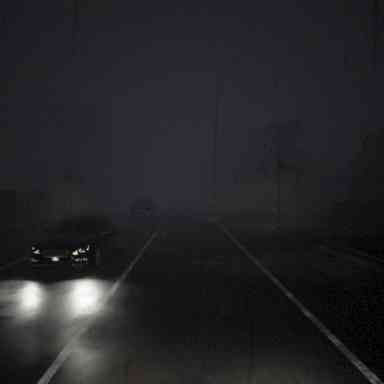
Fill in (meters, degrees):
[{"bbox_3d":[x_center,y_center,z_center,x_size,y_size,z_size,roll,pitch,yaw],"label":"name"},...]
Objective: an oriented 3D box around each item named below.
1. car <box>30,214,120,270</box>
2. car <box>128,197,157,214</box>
[{"bbox_3d":[-3.737,1.571,11.439,1.837,1.490,4.892,-1,0,-1],"label":"car"},{"bbox_3d":[-3.888,1.221,26.756,1.837,1.490,4.892,-1,0,-1],"label":"car"}]
